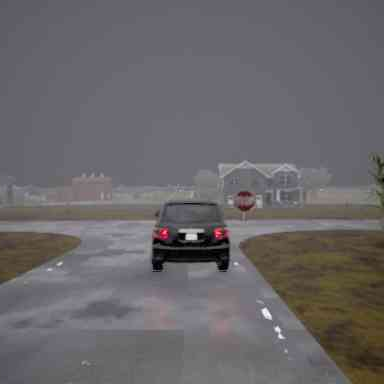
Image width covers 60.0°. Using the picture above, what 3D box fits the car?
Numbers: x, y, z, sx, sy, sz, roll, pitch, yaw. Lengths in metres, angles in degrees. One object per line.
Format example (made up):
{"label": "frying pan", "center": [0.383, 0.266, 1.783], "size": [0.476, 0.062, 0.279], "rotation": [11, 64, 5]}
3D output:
{"label": "car", "center": [-0.088, 1.222, 11.000], "size": [2.150, 2.045, 5.566], "rotation": [0, 0, -2]}
